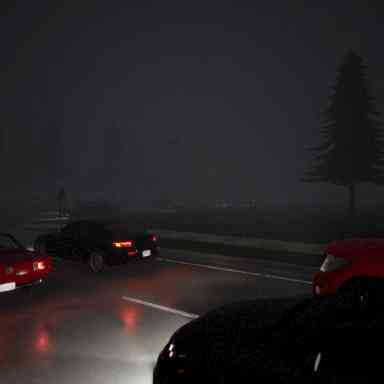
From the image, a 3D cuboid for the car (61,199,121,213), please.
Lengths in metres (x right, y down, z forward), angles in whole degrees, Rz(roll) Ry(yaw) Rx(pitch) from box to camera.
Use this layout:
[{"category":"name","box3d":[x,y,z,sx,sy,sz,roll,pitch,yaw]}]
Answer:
[{"category":"car","box3d":[-9.073,1.547,30.550,2.033,1.411,5.357,0,0,36]}]

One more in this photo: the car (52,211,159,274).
[{"category":"car","box3d":[-3.115,1.526,10.545,4.674,1.442,1.812,0,0,36]}]

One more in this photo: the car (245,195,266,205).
[{"category":"car","box3d":[10.893,1.351,57.383,2.097,1.767,4.553,0,0,37]}]

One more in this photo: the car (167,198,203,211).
[{"category":"car","box3d":[-0.523,1.478,42.084,1.882,1.535,5.008,0,1,37]}]

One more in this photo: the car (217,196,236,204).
[{"category":"car","box3d":[6.547,1.507,63.242,1.837,1.490,4.892,0,-1,37]}]

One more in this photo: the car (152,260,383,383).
[{"category":"car","box3d":[1.662,1.564,2.795,4.181,1.385,1.994,0,0,36]}]

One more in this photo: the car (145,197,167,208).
[{"category":"car","box3d":[-4.633,1.477,48.289,1.882,1.535,5.008,0,0,37]}]

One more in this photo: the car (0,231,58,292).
[{"category":"car","box3d":[-5.450,1.601,7.916,4.718,1.301,1.895,0,0,36]}]

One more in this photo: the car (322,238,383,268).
[{"category":"car","box3d":[4.755,1.221,4.873,5.566,2.045,2.150,0,0,36]}]

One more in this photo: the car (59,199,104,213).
[{"category":"car","box3d":[-12.470,1.525,37.730,1.812,1.442,4.674,0,0,37]}]
